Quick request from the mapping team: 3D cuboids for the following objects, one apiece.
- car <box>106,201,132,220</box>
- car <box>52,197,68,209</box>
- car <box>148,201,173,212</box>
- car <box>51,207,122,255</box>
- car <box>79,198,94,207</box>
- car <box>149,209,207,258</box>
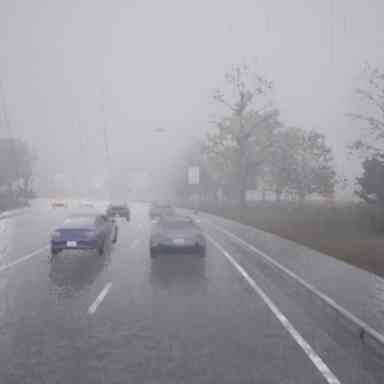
[{"bbox_3d":[-6.151,1.528,27.982,1.837,1.490,4.892,0,0,-10],"label":"car"},{"bbox_3d":[-18.374,1.508,46.339,1.882,1.535,5.008,0,0,-19],"label":"car"},{"bbox_3d":[-2.662,1.511,28.327,2.128,1.511,4.902,0,0,-10],"label":"car"},{"bbox_3d":[-4.122,1.538,13.239,1.812,1.442,4.674,0,0,-4],"label":"car"},{"bbox_3d":[-14.562,1.557,45.983,1.812,1.442,4.674,0,0,-18],"label":"car"},{"bbox_3d":[-0.589,1.572,12.863,1.994,1.385,4.181,0,0,-4],"label":"car"}]
